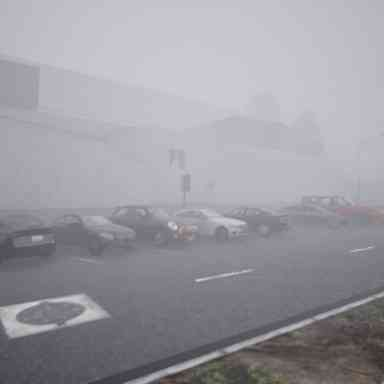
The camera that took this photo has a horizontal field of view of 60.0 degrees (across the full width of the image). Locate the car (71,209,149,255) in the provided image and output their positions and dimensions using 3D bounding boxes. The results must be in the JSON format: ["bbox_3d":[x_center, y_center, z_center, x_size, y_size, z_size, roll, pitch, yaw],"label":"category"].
[{"bbox_3d":[-4.292,1.560,13.495,4.674,1.452,2.002,-1,-1,35],"label":"car"}]

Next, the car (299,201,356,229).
[{"bbox_3d":[7.955,1.578,22.186,4.792,1.488,2.163,-1,-1,35],"label":"car"}]

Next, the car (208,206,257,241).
[{"bbox_3d":[0.594,1.578,16.977,4.674,1.452,2.002,-1,-1,35],"label":"car"}]

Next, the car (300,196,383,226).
[{"bbox_3d":[10.398,1.303,23.933,5.566,2.045,2.435,-1,-1,35],"label":"car"}]

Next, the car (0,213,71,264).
[{"bbox_3d":[-6.769,1.529,11.759,4.792,1.488,2.163,-1,-1,35],"label":"car"}]

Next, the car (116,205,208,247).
[{"bbox_3d":[-1.874,1.404,15.254,4.553,1.767,2.185,-1,-1,35],"label":"car"}]

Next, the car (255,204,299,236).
[{"bbox_3d":[3.044,1.543,18.710,5.008,1.535,2.097,-1,-1,35],"label":"car"}]
